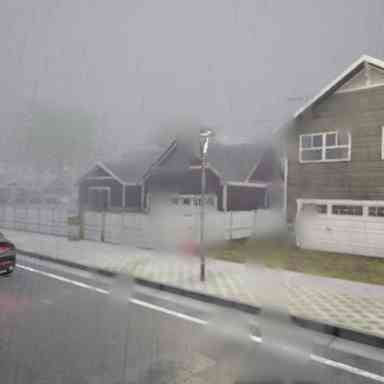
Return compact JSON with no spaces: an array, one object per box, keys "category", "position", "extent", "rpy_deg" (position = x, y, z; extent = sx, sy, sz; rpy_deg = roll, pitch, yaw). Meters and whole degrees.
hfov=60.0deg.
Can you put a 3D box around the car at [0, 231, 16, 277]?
[{"category":"car","position":[-6.877,1.614,9.641],"extent":[4.892,1.490,1.837],"rpy_deg":[0,-1,39]}]
